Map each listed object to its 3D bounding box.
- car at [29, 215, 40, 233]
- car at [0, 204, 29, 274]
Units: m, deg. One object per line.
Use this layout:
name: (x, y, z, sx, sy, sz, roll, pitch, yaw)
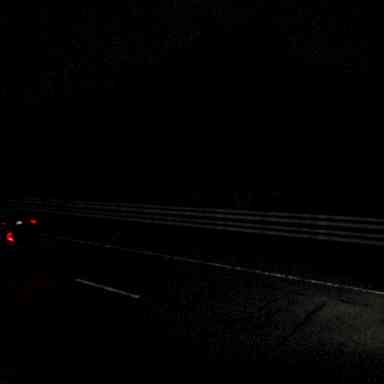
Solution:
car: (-8.877, 1.230, 14.621, 5.357, 1.411, 2.033, 1, 1, 35)
car: (-6.559, 1.142, 8.671, 4.553, 1.767, 2.097, 1, 1, 35)
